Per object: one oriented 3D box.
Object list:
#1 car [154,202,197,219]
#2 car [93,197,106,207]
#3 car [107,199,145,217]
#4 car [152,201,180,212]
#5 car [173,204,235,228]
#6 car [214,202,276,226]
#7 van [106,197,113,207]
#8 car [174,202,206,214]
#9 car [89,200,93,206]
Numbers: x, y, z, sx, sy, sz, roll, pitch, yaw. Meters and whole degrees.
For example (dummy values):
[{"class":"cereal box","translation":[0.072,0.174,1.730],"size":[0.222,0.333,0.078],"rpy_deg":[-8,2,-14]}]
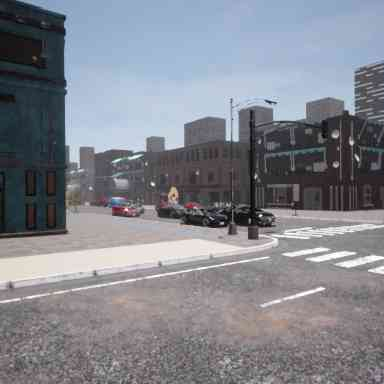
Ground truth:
[{"class":"car","translation":[-1.760,1.879,32.961],"size":[1.994,1.385,4.181],"rpy_deg":[-1,0,-35]},{"class":"car","translation":[-16.446,1.939,63.440],"size":[2.192,1.841,5.009],"rpy_deg":[-1,0,-36]},{"class":"car","translation":[-7.173,1.846,36.048],"size":[1.967,1.590,4.097],"rpy_deg":[-1,0,-36]},{"class":"car","translation":[-3.569,1.965,45.425],"size":[1.802,1.307,4.206],"rpy_deg":[-2,0,-36]},{"class":"car","translation":[0.797,1.814,24.686],"size":[1.947,1.339,4.313],"rpy_deg":[-2,0,-36]},{"class":"car","translation":[4.017,1.705,24.800],"size":[1.837,1.490,4.892],"rpy_deg":[-1,0,-34]},{"class":"van","translation":[-13.228,1.906,58.936],"size":[1.690,1.788,3.998],"rpy_deg":[-1,0,-36]},{"class":"car","translation":[-0.353,1.903,40.921],"size":[1.802,1.307,4.206],"rpy_deg":[-2,0,-36]},{"class":"car","translation":[-19.659,2.227,67.944],"size":[1.887,1.381,4.507],"rpy_deg":[-1,0,-36]}]
